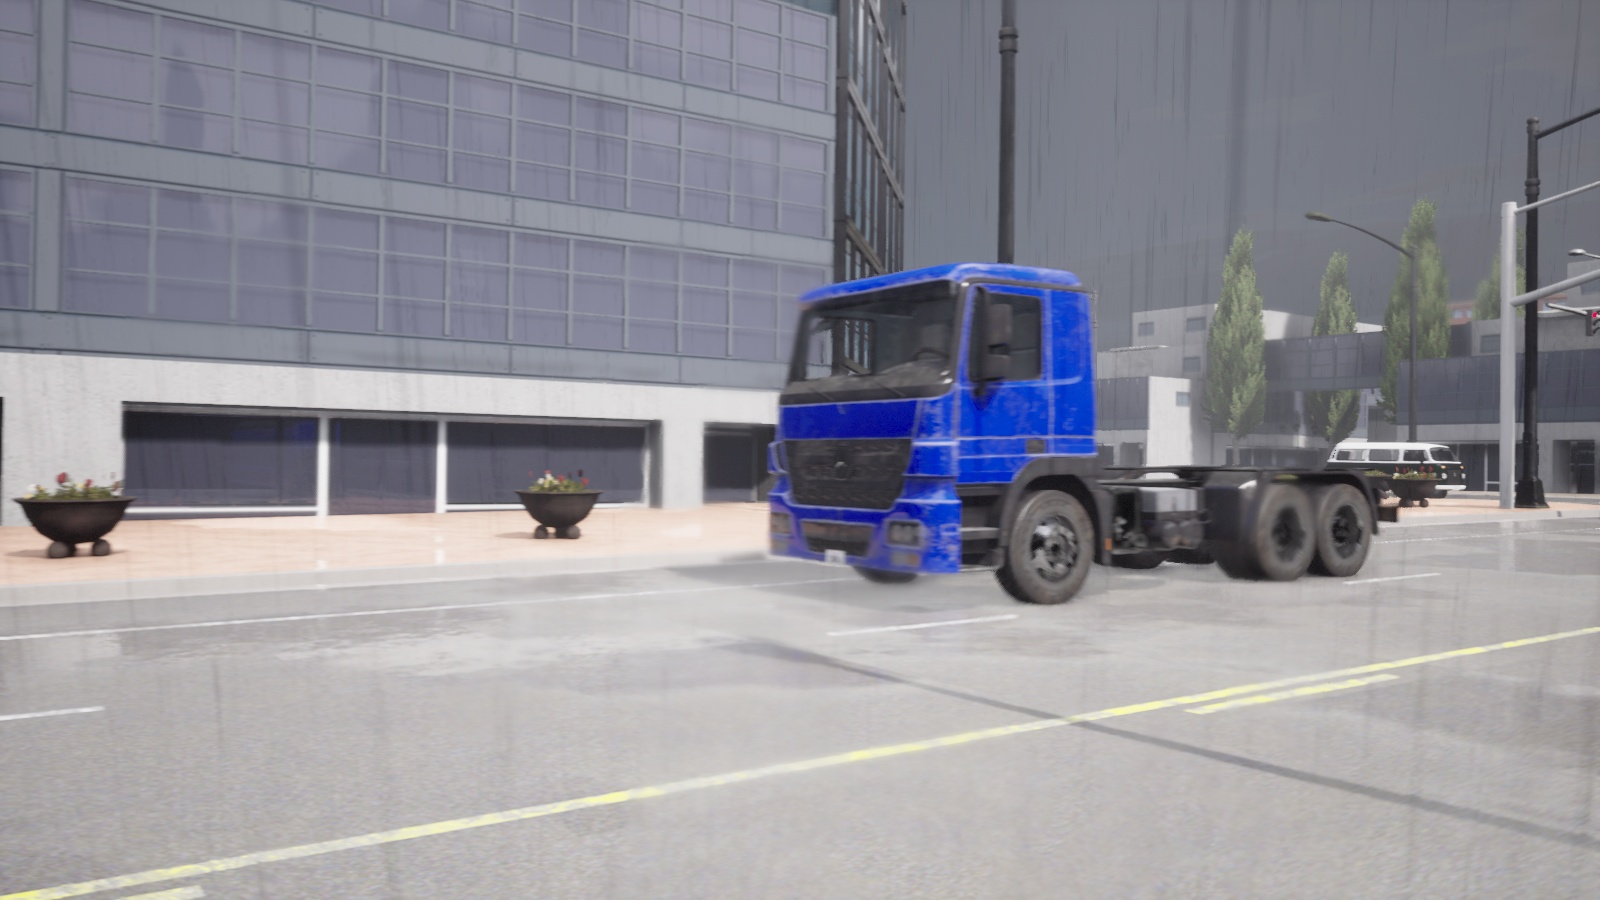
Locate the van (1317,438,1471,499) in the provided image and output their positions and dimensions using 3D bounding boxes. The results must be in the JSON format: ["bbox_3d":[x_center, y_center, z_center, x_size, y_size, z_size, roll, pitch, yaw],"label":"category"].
[{"bbox_3d":[20.908,0.653,44.346,2.069,2.038,4.480,1,-1,-34],"label":"van"}]

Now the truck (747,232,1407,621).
[{"bbox_3d":[3.509,-0.207,14.633,7.936,3.462,2.891,0,0,-35],"label":"truck"}]
